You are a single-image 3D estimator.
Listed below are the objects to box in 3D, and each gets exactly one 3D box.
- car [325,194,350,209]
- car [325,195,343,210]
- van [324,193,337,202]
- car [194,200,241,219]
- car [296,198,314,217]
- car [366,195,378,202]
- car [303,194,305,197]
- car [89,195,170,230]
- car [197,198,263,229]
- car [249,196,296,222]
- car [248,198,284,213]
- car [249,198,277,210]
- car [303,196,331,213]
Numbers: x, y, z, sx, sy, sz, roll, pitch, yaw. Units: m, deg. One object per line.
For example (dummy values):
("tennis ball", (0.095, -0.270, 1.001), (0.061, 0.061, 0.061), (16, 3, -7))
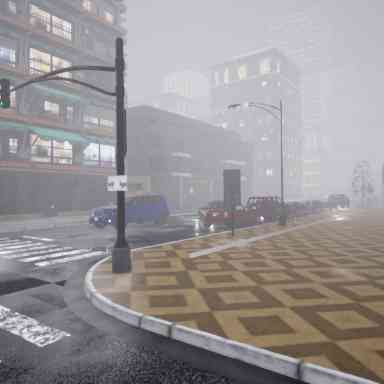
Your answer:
("car", (19.064, 1.167, 43.274), (2.192, 1.841, 5.009), (-1, 0, 36))
("car", (15.747, 1.415, 38.772), (2.008, 1.369, 4.403), (-1, 0, 36))
("van", (29.318, 1.229, 70.459), (1.690, 1.788, 3.998), (-1, 0, 36))
("car", (2.356, 1.470, 29.731), (1.837, 1.490, 4.892), (-1, 0, 37))
("car", (9.109, 1.471, 29.768), (1.802, 1.307, 4.206), (-1, 0, 36))
("car", (35.662, 1.334, 65.782), (1.887, 1.381, 4.507), (-1, 0, 36))
("car", (22.581, 1.440, 61.318), (1.752, 1.417, 4.829), (-1, 0, 36))
("car", (-3.823, 1.209, 21.321), (2.150, 2.045, 5.566), (-1, 0, 38))
("car", (2.470, 1.353, 20.765), (1.967, 1.590, 4.097), (-1, 0, 36))
("car", (5.787, 1.216, 25.268), (2.192, 1.841, 5.009), (-1, 0, 36))
("car", (8.583, 1.490, 38.164), (2.033, 1.411, 5.357), (-1, 0, 37))
("car", (9.304, 1.489, 43.311), (1.752, 1.417, 4.829), (-1, 0, 36))
("car", (12.428, 1.421, 34.270), (1.887, 1.381, 4.507), (-1, 0, 36))
